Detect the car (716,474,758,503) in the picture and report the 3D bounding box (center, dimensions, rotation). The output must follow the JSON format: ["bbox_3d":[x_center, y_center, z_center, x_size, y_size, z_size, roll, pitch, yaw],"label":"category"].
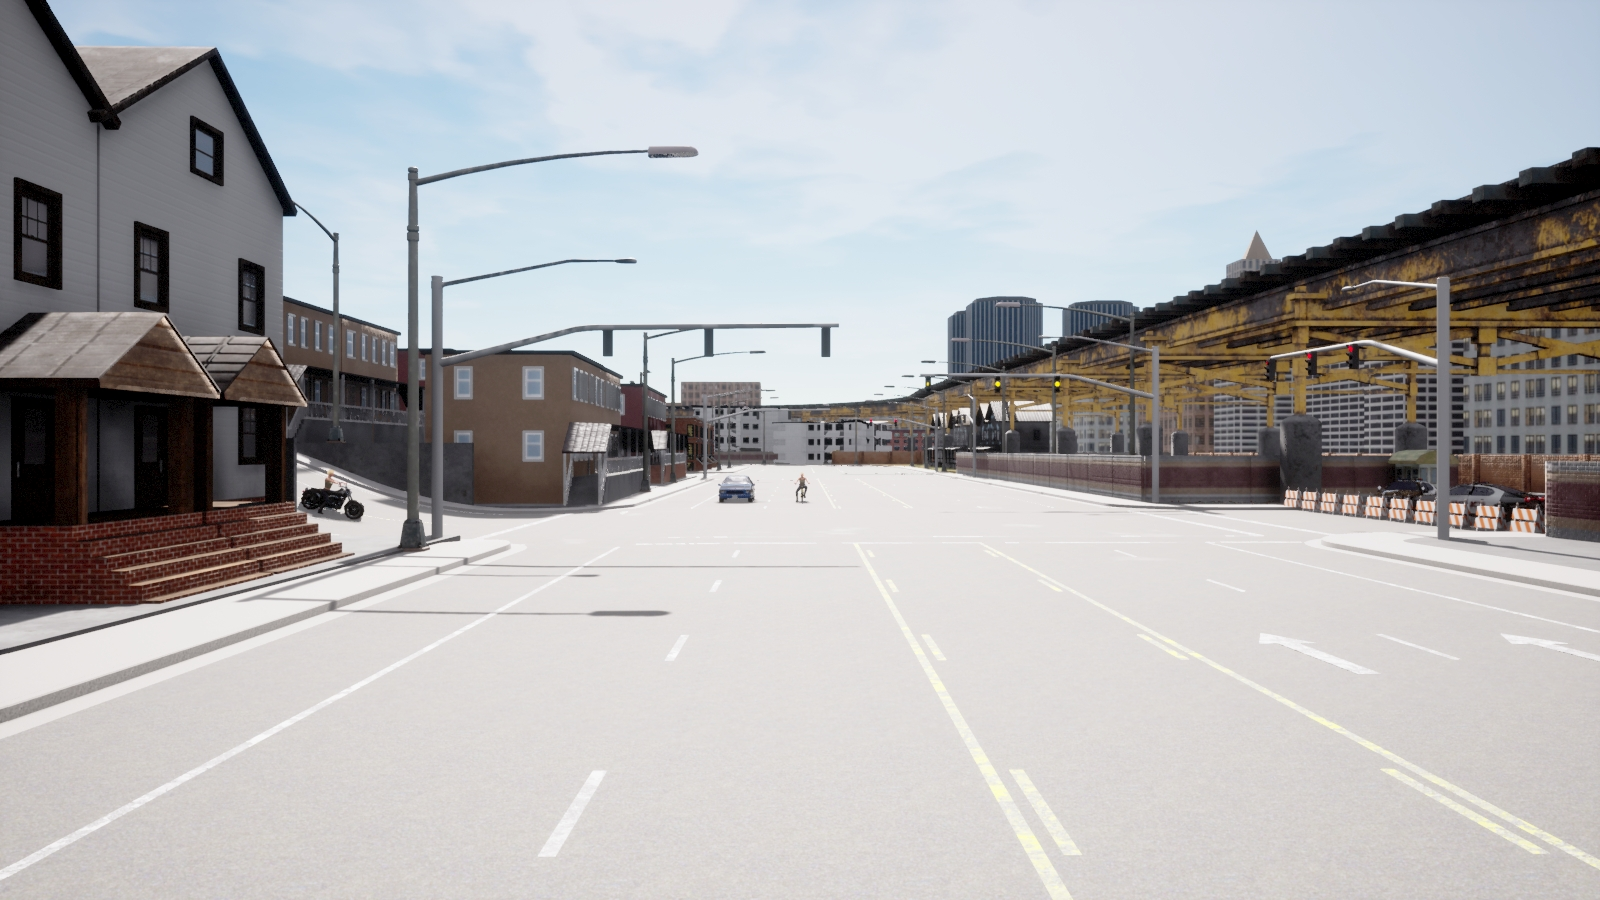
[{"bbox_3d":[-3.449,2.106,63.014,2.033,1.411,5.357,0,0,0],"label":"car"}]
